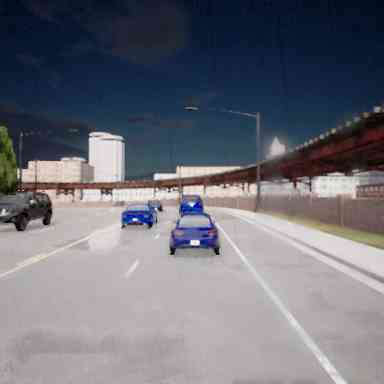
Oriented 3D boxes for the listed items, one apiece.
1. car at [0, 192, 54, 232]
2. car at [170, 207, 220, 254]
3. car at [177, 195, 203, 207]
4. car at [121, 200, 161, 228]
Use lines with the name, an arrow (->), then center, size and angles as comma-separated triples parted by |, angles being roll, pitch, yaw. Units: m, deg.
car -> -10.500, 1.048, 20.424 | 2.150, 2.045, 5.566 | 0, 0, 0
car -> 0.100, 1.537, 13.466 | 1.812, 1.442, 4.674 | 0, 0, 0
car -> -0.151, 1.253, 31.449 | 2.150, 2.045, 5.566 | 0, 0, -3
car -> -3.412, 1.496, 22.301 | 1.882, 1.535, 5.008 | 0, 0, 0
